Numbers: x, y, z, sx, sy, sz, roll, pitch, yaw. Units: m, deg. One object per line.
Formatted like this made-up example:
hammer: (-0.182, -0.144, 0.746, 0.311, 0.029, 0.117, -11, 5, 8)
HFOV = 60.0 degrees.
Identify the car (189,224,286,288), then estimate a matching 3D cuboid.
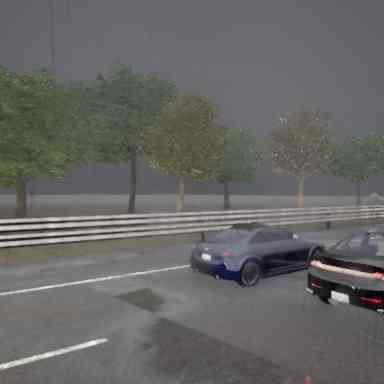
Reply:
car: (1.994, 1.601, 9.463, 4.181, 1.385, 1.994, 0, 0, -35)

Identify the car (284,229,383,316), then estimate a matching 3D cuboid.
car: (4.419, 1.531, 6.897, 4.902, 1.511, 2.128, 0, 0, -35)
